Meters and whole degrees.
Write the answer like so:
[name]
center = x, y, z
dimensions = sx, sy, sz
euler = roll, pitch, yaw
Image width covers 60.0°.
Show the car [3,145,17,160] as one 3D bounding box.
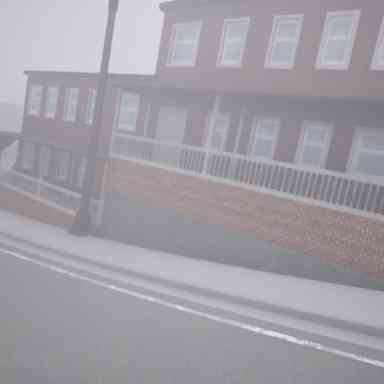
[car]
center = -23.098, -4.966, 39.517
dimensions = 2.097, 1.767, 4.553
euler = 16, 9, 35
